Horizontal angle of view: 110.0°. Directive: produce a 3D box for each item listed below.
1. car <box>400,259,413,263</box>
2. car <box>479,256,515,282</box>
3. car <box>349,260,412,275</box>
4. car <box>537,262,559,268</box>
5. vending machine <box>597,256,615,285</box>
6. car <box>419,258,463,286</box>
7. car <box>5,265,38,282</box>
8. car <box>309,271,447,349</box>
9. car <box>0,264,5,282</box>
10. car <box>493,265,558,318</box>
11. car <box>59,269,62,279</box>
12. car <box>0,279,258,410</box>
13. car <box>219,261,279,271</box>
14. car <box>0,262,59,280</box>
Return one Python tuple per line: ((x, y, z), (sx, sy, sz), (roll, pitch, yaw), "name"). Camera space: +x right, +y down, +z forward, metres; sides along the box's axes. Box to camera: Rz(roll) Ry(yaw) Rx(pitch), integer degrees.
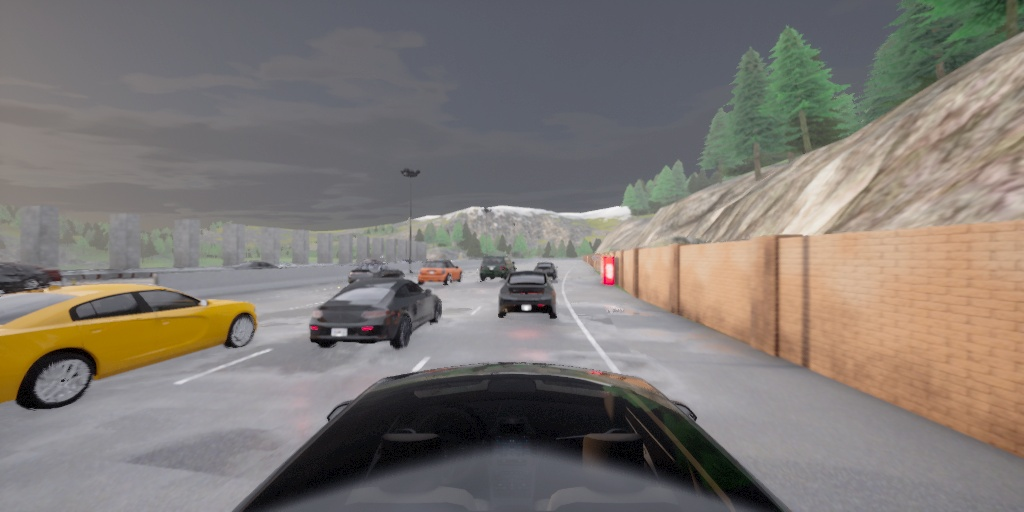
((-15.252, 1.281, 49.947), (1.812, 1.442, 4.674), (0, 0, 11), "car")
((-1.057, 1.001, 28.809), (2.150, 2.045, 5.566), (0, 0, 9), "car")
((-8.838, 1.239, 23.767), (2.128, 1.511, 4.902), (0, 0, 7), "car")
((3.023, 1.301, 31.993), (1.837, 1.490, 4.892), (0, 0, 9), "car")
((6.947, 0.996, 25.899), (1.100, 2.100, 0.880), (0, 0, 9), "vending machine")
((-5.019, 1.112, 25.795), (2.097, 1.767, 4.553), (0, 0, 8), "car")
((-20.711, 1.201, 12.398), (1.837, 1.490, 4.892), (0, -1, 4), "car")
((-3.152, 1.274, 9.072), (1.812, 1.442, 4.674), (0, 0, 3), "car")
((-10.297, 1.070, 4.221), (2.097, 1.767, 4.553), (0, 0, 1), "car")
((0.604, 1.271, 13.077), (1.837, 1.490, 4.892), (0, 0, 4), "car")
((-30.498, 1.150, 21.248), (1.882, 1.535, 5.008), (0, 0, 6), "car")
((-6.770, 1.210, 6.146), (1.882, 1.535, 5.008), (0, 0, 1), "car")
((-22.253, 1.217, 30.480), (1.837, 1.490, 4.892), (0, -1, 9), "car")
((-27.267, 1.184, 18.235), (1.837, 1.490, 4.892), (0, 0, 5), "car")
